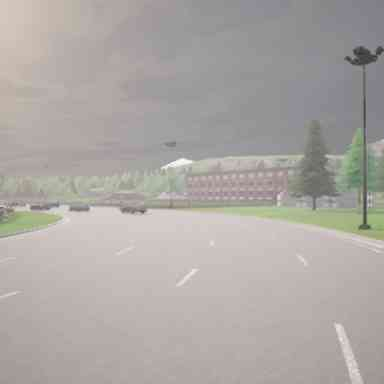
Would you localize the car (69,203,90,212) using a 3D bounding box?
[{"bbox_3d":[-17.525,2.362,51.654,1.994,1.385,4.181,1,-1,-42],"label":"car"}]

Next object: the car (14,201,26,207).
[{"bbox_3d":[-38.238,2.649,73.668,2.128,1.511,4.902,1,-1,-43],"label":"car"}]

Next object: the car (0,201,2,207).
[{"bbox_3d":[-44.338,2.617,75.045,1.882,1.535,5.008,1,-1,-43],"label":"car"}]

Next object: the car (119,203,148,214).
[{"bbox_3d":[-8.098,2.264,45.840,2.033,1.411,5.357,1,-1,-37],"label":"car"}]

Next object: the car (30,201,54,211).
[{"bbox_3d":[-24.888,2.438,54.587,1.895,1.301,4.718,1,-1,-44],"label":"car"}]

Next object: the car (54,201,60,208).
[{"bbox_3d":[-29.070,2.538,69.031,1.882,1.535,5.008,1,-1,-43],"label":"car"}]
